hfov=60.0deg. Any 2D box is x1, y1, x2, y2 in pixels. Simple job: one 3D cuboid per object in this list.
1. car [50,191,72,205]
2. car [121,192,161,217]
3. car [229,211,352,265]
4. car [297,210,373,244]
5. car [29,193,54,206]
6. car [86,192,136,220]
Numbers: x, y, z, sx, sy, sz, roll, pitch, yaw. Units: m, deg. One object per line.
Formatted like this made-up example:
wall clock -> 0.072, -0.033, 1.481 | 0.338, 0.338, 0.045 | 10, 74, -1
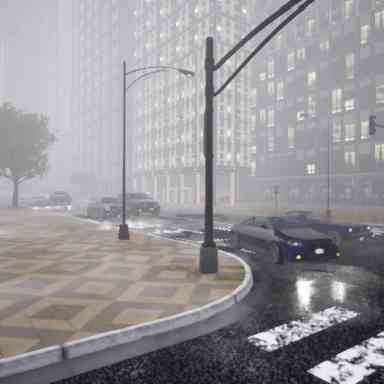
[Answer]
car -> -19.316, 0.809, 48.577 | 2.150, 2.045, 5.566 | 0, 0, -36
car -> -4.878, 1.014, 28.977 | 2.150, 2.045, 5.566 | 0, 0, -37
car -> 2.960, 1.496, 11.421 | 1.994, 1.385, 4.181 | 1, 0, -21
car -> 5.454, 1.537, 15.056 | 1.895, 1.301, 4.718 | 0, 0, -37
car -> -20.552, 1.191, 44.747 | 1.895, 1.301, 4.718 | 0, 0, -36
car -> -6.524, 1.144, 25.744 | 2.097, 1.767, 4.553 | 0, 0, -37
